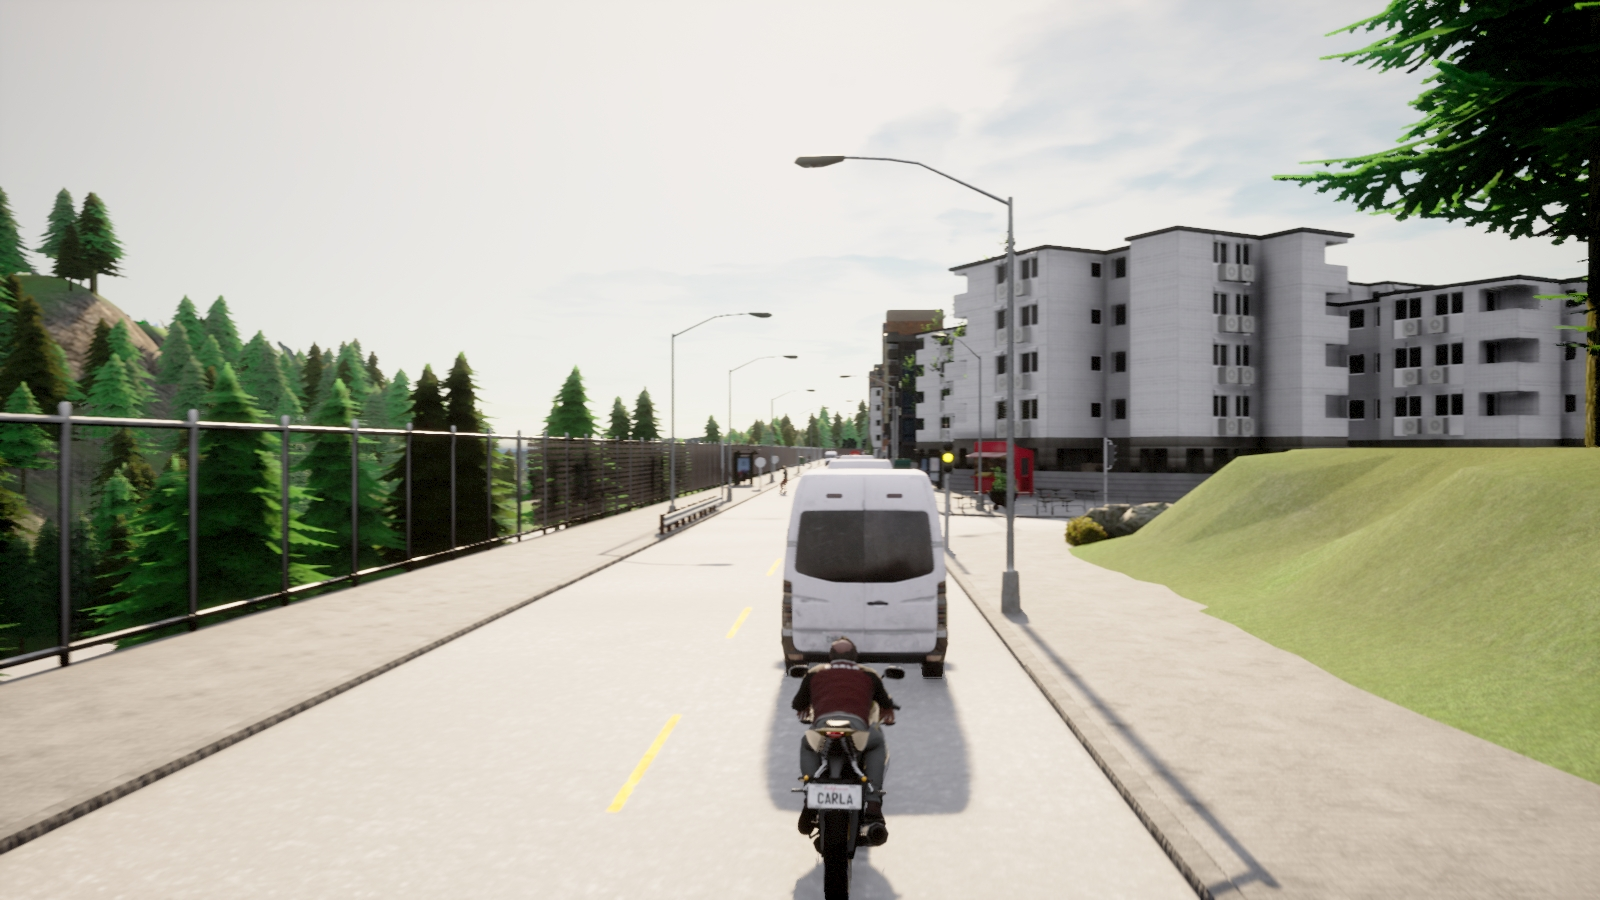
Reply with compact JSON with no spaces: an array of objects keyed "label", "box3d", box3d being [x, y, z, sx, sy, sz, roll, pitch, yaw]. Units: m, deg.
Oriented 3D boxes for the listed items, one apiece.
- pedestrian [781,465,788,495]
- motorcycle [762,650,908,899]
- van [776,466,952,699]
[{"label":"pedestrian","box3d":[-0.971,1.849,71.347,0.375,1.860,0.375,0,0,14]},{"label":"motorcycle","box3d":[0.301,2.205,7.888,0.867,1.251,2.209,0,0,5]},{"label":"van","box3d":[0.873,1.534,15.906,1.988,2.561,5.915,0,0,3]}]
